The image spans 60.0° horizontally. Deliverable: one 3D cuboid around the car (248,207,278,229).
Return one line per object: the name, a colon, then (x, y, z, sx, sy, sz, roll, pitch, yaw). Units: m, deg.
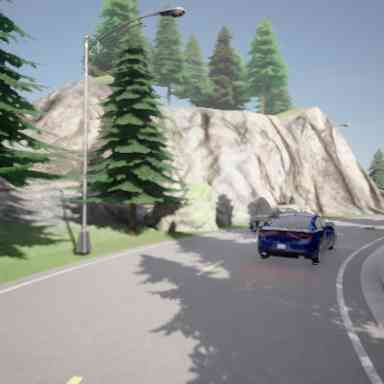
car: (5.019, 1.600, 19.263, 1.994, 1.385, 4.181, 1, 0, 42)

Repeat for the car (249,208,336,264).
car: (3.987, 1.510, 12.215, 1.882, 1.535, 5.008, 0, 0, 31)
